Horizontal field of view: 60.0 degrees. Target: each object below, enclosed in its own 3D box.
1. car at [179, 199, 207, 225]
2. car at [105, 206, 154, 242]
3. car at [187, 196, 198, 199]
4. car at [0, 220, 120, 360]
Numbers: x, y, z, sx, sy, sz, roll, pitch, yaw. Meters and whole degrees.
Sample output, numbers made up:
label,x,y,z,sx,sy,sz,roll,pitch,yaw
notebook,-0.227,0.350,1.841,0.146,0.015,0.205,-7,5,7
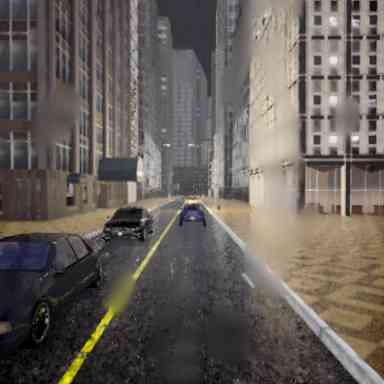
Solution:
label,x,y,z,sx,sy,sz,roll,pitch,yaw
car,0.059,1.514,23.790,1.812,1.442,4.674,0,0,0
car,-3.016,1.494,16.499,1.837,1.490,4.892,0,0,0
car,0.099,1.345,44.259,2.097,1.767,4.553,0,0,0
car,-3.092,1.543,6.529,2.033,1.411,5.357,0,0,0
